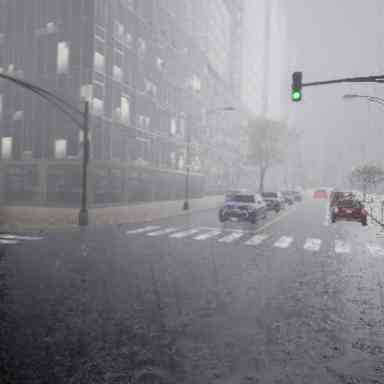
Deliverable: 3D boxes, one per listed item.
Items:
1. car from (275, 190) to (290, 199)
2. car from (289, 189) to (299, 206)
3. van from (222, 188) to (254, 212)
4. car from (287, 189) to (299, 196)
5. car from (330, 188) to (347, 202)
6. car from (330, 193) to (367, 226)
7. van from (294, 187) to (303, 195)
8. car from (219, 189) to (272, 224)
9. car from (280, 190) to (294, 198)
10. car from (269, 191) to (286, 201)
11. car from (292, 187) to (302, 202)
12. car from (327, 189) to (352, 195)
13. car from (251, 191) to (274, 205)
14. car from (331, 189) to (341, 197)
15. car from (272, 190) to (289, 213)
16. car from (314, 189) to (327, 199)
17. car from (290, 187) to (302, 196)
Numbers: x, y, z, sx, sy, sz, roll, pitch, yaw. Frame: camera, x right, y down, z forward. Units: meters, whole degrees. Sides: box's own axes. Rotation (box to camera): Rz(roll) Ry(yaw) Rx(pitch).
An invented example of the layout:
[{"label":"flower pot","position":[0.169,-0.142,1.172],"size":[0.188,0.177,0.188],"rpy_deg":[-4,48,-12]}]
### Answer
[{"label":"car","position":[15.060,0.403,55.205],"size":[1.947,1.339,4.313],"rpy_deg":[3,2,23]},{"label":"car","position":[10.463,0.704,37.526],"size":[2.128,1.511,4.902],"rpy_deg":[2,2,23]},{"label":"van","position":[4.113,0.639,29.032],"size":[1.690,1.788,3.998],"rpy_deg":[3,2,23]},{"label":"car","position":[21.634,0.112,70.904],"size":[2.008,1.369,4.403],"rpy_deg":[3,2,23]},{"label":"car","position":[22.812,0.416,52.002],"size":[2.192,1.841,5.009],"rpy_deg":[3,2,23]},{"label":"car","position":[9.660,1.093,20.607],"size":[1.967,1.590,4.097],"rpy_deg":[3,2,23]},{"label":"van","position":[26.024,-0.282,81.362],"size":[1.690,1.788,3.998],"rpy_deg":[3,2,23]},{"label":"car","position":[3.198,0.869,20.188],"size":[2.097,1.767,4.553],"rpy_deg":[2,2,23]},{"label":"car","position":[17.251,0.311,60.438],"size":[1.947,1.339,4.313],"rpy_deg":[3,2,23]},{"label":"car","position":[12.868,0.511,49.973],"size":[1.802,1.307,4.206],"rpy_deg":[3,2,23]},{"label":"car","position":[14.392,0.527,46.834],"size":[1.882,1.535,5.008],"rpy_deg":[2,2,23]},{"label":"car","position":[14.047,0.784,31.069],"size":[2.192,1.841,5.009],"rpy_deg":[3,2,23]},{"label":"car","position":[8.422,0.642,39.348],"size":[1.752,1.417,4.829],"rpy_deg":[3,2,23]},{"label":"car","position":[31.571,0.172,72.938],"size":[1.967,1.590,4.097],"rpy_deg":[3,2,23]},{"label":"car","position":[6.642,0.724,28.407],"size":[2.097,1.767,4.553],"rpy_deg":[2,2,23]},{"label":"car","position":[22.159,0.297,57.191],"size":[2.097,1.767,4.553],"rpy_deg":[2,2,23]},{"label":"car","position":[23.834,-0.216,76.129],"size":[2.192,1.841,5.009],"rpy_deg":[3,2,23]}]
